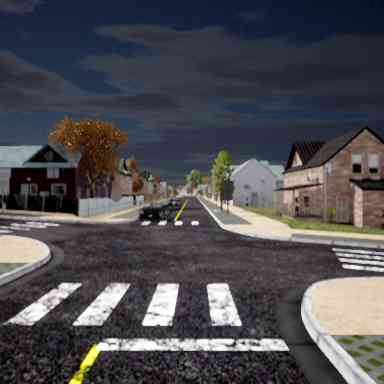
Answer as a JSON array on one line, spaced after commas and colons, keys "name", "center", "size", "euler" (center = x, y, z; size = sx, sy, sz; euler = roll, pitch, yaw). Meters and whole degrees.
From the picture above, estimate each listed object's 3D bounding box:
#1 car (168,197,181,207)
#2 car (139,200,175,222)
[{"name": "car", "center": [-2.691, 1.500, 52.410], "size": [2.128, 1.511, 4.902], "euler": [0, 0, 0]}, {"name": "car", "center": [-2.851, 1.567, 26.548], "size": [1.994, 1.385, 4.181], "euler": [0, 0, 6]}]
